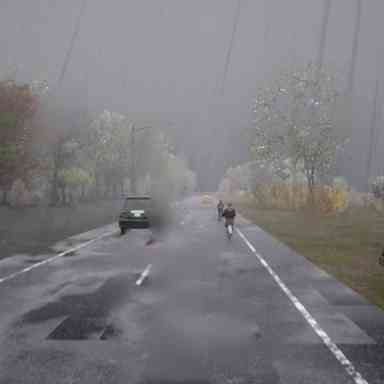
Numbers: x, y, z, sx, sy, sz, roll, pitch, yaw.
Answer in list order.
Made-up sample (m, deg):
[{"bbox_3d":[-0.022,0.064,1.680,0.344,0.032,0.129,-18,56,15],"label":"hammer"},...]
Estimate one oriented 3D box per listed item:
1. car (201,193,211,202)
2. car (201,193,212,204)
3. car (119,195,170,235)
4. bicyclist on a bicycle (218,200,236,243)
[{"bbox_3d":[3.228,1.167,74.264,2.150,2.045,5.566,0,0,2],"label":"car"},{"bbox_3d":[2.831,1.428,62.647,1.882,1.535,5.008,0,0,2],"label":"car"},{"bbox_3d":[-2.529,1.205,18.794,2.150,2.045,5.566,0,0,2],"label":"car"},{"bbox_3d":[1.687,1.358,15.100,0.659,1.776,1.843,0,0,2],"label":"bicyclist on a bicycle"}]
